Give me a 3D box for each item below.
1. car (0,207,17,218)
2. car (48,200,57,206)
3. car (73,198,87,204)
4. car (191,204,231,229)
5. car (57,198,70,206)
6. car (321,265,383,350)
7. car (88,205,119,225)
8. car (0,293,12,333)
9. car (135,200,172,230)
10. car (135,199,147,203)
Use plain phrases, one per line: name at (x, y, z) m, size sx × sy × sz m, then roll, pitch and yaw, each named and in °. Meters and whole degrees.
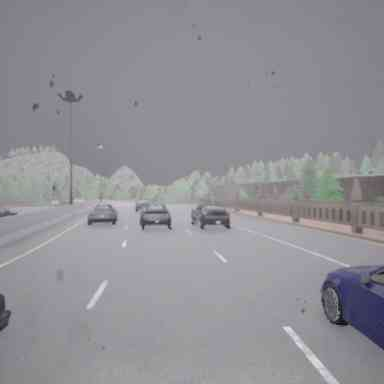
car at (-13.347, 1.707, 22.138) m, size 1.895 × 1.301 × 4.718 m, roll 0°, pitch 0°, yaw -11°
car at (-29.983, 2.585, 72.970) m, size 1.812 × 1.442 × 4.674 m, roll 0°, pitch -4°, yaw -11°
car at (-20.831, 1.818, 62.170) m, size 1.882 × 1.535 × 5.008 m, roll 0°, pitch -2°, yaw -10°
car at (1.120, 1.525, 21.677) m, size 1.837 × 1.490 × 4.892 m, roll 0°, pitch 0°, yaw -10°
car at (-25.438, 2.001, 67.760) m, size 2.097 × 1.767 × 4.553 m, roll 0°, pitch -3°, yaw -11°
car at (3.308, 1.517, 4.109) m, size 1.812 × 1.442 × 4.674 m, roll 0°, pitch 0°, yaw -2°
car at (-6.566, 1.635, 24.846) m, size 1.994 × 1.385 × 4.181 m, roll 0°, pitch 0°, yaw -10°
car at (-3.548, 1.566, 2.510) m, size 2.033 × 1.411 × 5.357 m, roll 0°, pitch 0°, yaw -2°
car at (-2.442, 1.533, 21.728) m, size 2.128 × 1.511 × 4.902 m, roll 0°, pitch 0°, yaw -10°
car at (-5.933, 1.619, 40.565) m, size 1.812 × 1.442 × 4.674 m, roll 0°, pitch 0°, yaw -11°
